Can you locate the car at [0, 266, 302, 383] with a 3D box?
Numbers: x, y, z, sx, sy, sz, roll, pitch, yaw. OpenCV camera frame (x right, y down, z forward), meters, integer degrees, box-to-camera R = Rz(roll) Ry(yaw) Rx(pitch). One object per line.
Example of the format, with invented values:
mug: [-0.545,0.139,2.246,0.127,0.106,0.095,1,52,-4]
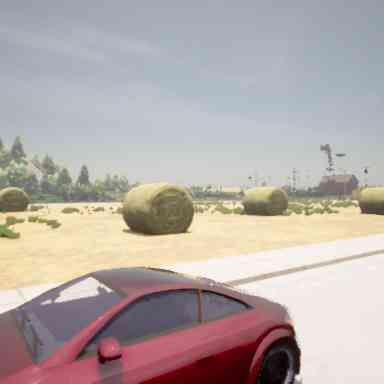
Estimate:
car: [-0.788,1.563,3.427,4.181,1.385,1.994,0,0,-35]
